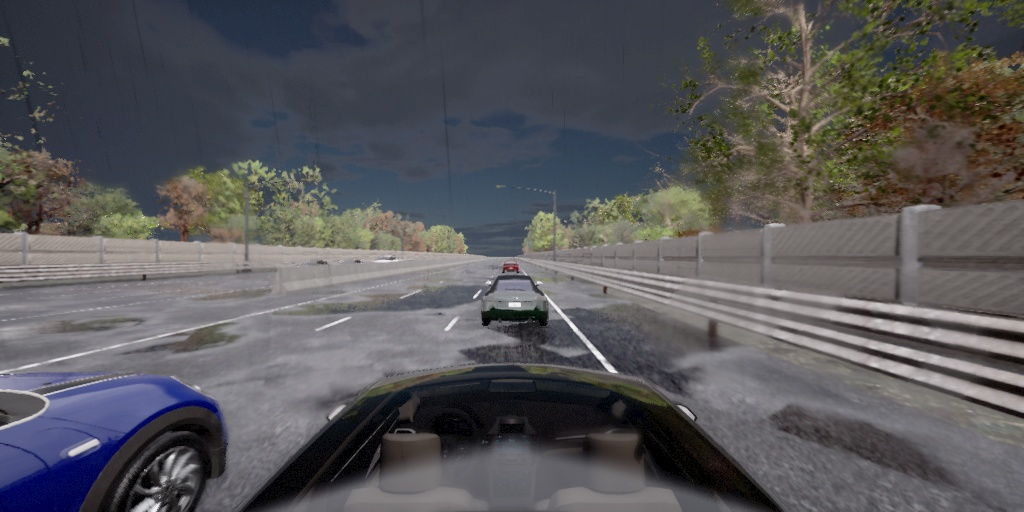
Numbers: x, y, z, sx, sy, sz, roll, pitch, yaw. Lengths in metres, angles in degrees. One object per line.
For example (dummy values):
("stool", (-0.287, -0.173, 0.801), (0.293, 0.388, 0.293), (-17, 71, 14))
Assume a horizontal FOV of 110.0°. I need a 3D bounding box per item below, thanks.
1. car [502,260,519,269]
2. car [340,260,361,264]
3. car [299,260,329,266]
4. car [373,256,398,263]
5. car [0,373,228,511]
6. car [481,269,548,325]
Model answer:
("car", (-0.156, 1.237, 43.651), (1.882, 1.535, 5.008), (0, 0, 0))
("car", (-21.356, 1.269, 47.498), (1.837, 1.490, 4.892), (0, -1, 0))
("car", (-24.849, 1.267, 44.960), (1.837, 1.490, 4.892), (0, 0, 0))
("car", (-17.878, 0.984, 50.782), (2.150, 2.045, 5.566), (0, 0, 0))
("car", (-3.406, 1.103, 1.077), (2.097, 1.767, 4.553), (0, 0, 0))
("car", (0.068, 1.317, 11.907), (1.994, 1.385, 4.181), (0, 0, 0))
